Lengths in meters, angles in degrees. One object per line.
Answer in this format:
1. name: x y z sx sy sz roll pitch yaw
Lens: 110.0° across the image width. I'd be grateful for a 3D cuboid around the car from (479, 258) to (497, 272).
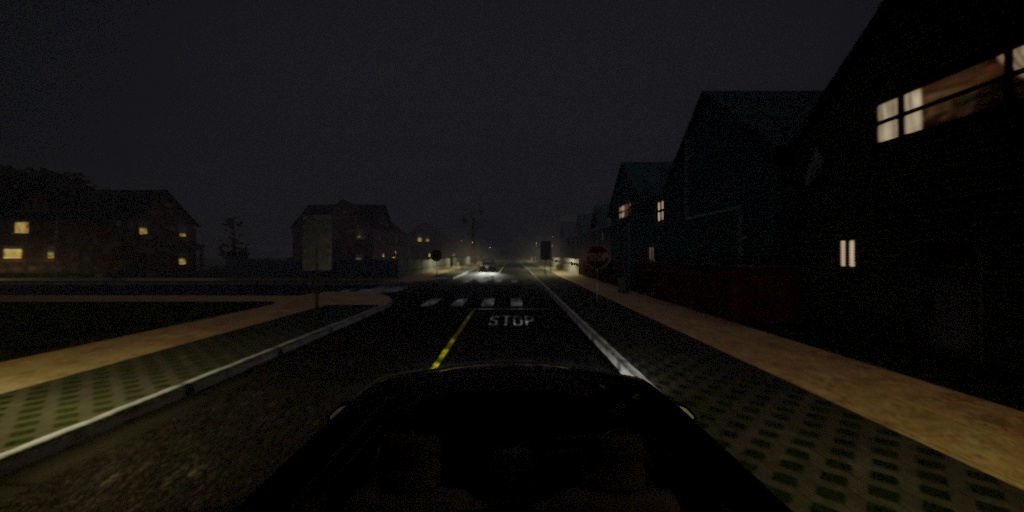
1. car: -2.760 1.029 42.293 2.128 1.511 4.902 0 0 0
